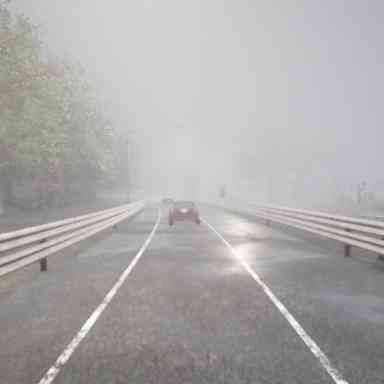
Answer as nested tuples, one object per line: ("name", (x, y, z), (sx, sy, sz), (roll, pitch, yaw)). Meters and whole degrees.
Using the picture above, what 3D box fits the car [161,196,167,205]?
("car", (-4.407, 1.434, 58.186), (1.882, 1.535, 5.008), (0, 0, -9))

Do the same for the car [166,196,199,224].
("car", (-0.675, 1.348, 24.739), (2.097, 1.767, 4.553), (0, 0, -4))
